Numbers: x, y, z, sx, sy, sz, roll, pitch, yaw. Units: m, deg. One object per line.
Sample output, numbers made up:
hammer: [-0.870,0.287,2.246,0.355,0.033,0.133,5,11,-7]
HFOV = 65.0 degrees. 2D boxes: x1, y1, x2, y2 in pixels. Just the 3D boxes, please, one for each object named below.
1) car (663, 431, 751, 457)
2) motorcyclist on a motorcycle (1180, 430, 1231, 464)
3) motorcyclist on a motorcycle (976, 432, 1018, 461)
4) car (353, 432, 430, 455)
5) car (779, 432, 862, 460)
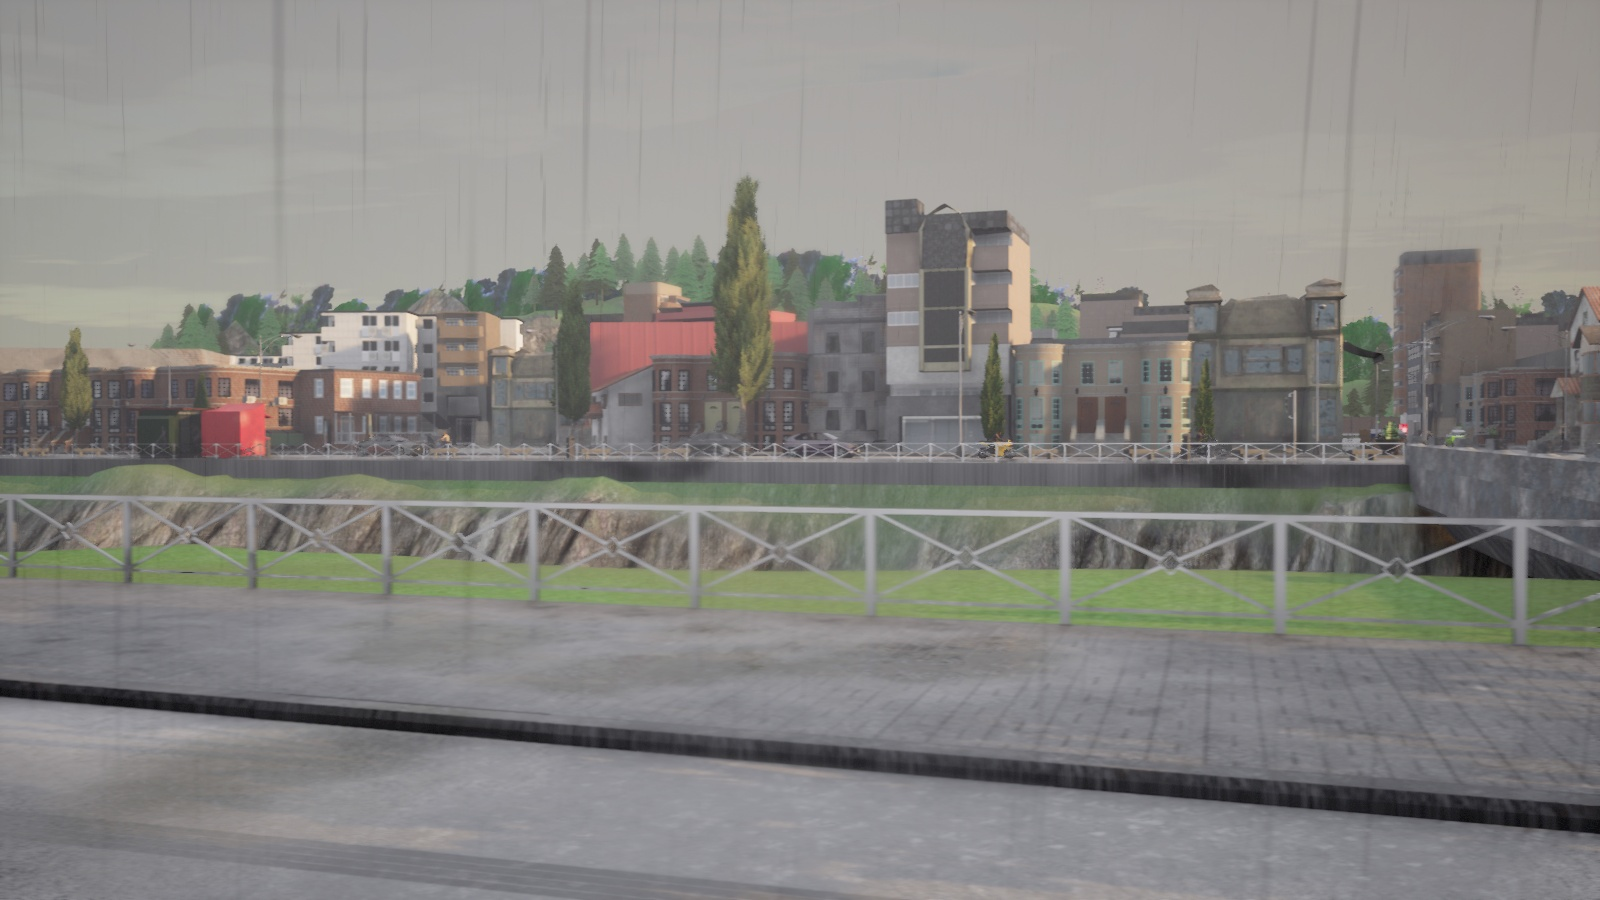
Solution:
car: [-5.570,-0.375,74.922,4.892,1.490,1.837,0,1,19]
motorcyclist on a motorcycle: [20.043,-0.141,62.094,2.350,1.649,0.766,1,1,19]
motorcyclist on a motorcycle: [10.271,-0.194,65.380,2.044,1.523,0.797,1,1,19]
car: [-25.130,-0.418,77.278,4.181,1.385,1.994,0,1,18]
car: [1.131,-0.242,68.452,4.193,1.474,1.816,1,1,19]
